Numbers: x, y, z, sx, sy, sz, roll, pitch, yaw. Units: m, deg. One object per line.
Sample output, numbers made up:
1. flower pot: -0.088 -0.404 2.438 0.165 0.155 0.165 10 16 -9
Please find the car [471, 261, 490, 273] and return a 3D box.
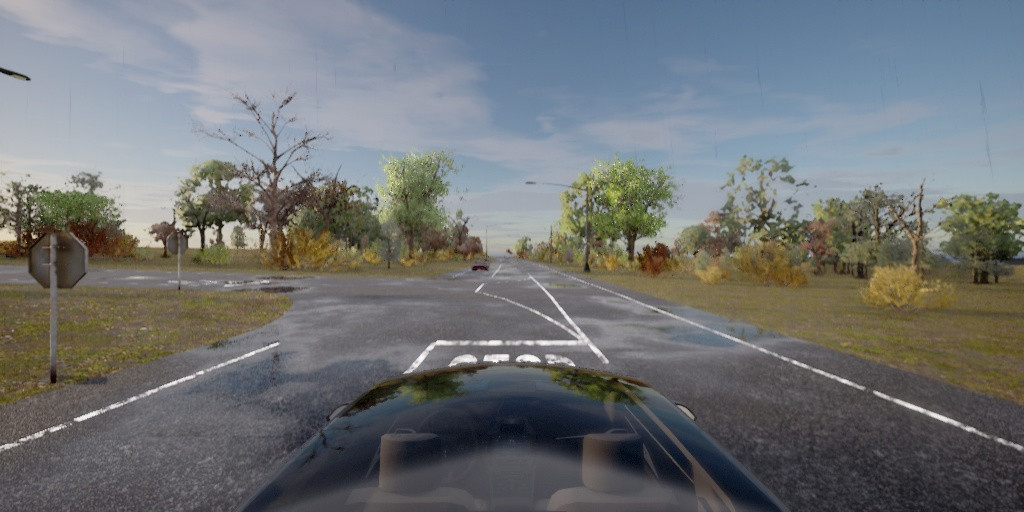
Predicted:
1. car: -3.549 1.182 41.043 1.895 1.301 4.718 0 0 0
